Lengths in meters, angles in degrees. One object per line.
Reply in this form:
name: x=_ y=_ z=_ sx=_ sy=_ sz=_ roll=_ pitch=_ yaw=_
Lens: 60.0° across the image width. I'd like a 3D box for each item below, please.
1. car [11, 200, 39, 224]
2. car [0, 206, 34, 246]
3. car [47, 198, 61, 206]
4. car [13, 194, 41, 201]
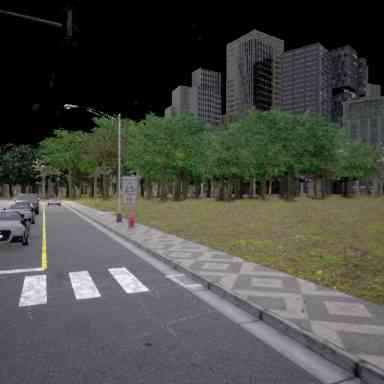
car: x=-12.295 y=1.539 z=23.761 sx=1.994 sy=1.385 sz=4.181 roll=0 pitch=0 yaw=-24
car: x=-8.278 y=1.548 z=14.695 sx=1.994 sy=1.385 sz=4.181 roll=0 pitch=0 yaw=-24
car: x=-21.603 y=1.538 z=52.031 sx=1.895 sy=1.301 sz=4.718 roll=0 pitch=0 yaw=-24
car: x=-16.608 y=1.185 z=33.560 sx=2.150 sy=2.045 sz=5.566 roll=0 pitch=0 yaw=-24
